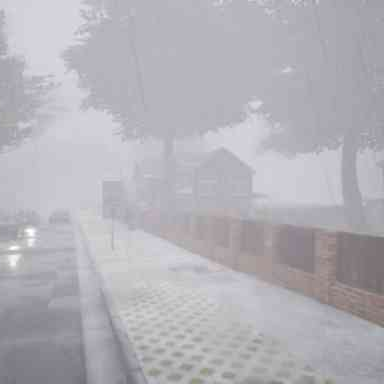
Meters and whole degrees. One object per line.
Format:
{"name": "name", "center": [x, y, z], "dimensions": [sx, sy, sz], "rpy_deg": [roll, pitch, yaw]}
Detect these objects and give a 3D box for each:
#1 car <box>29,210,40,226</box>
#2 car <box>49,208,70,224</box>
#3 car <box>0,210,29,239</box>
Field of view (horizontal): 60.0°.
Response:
{"name": "car", "center": [-15.833, 2.471, 31.963], "dimensions": [2.128, 1.511, 4.902], "rpy_deg": [0, -2, -20]}
{"name": "car", "center": [-13.926, 2.659, 35.090], "dimensions": [1.895, 1.301, 4.718], "rpy_deg": [0, -2, -19]}
{"name": "car", "center": [-12.115, 2.153, 21.616], "dimensions": [1.882, 1.535, 5.008], "rpy_deg": [0, -2, -20]}
